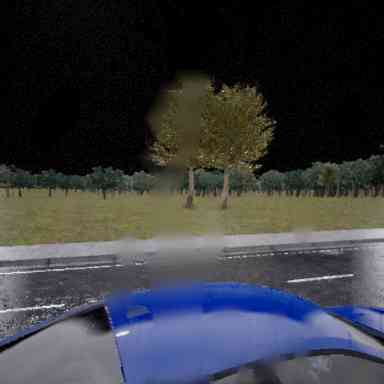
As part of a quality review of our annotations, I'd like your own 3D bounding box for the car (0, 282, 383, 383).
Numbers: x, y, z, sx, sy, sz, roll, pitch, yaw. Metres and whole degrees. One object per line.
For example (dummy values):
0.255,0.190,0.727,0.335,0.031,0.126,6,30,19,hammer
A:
0.434,1.477,2.365,5.008,1.535,1.882,0,0,-19,car
